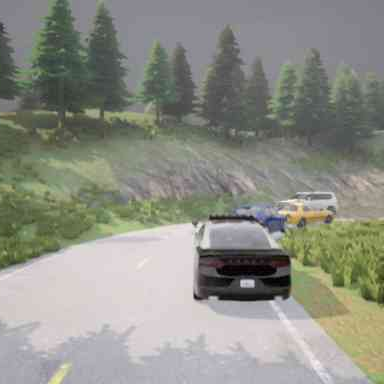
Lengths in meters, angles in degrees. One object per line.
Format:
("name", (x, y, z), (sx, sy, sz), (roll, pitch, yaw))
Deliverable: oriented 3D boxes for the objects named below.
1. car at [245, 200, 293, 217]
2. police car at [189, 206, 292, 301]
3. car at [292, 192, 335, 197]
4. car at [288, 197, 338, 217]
("car", (3.232, 1.362, 16.407), (1.882, 1.535, 5.008), (0, 0, 32))
("police car", (0.961, 1.366, 8.355), (1.930, 1.638, 5.238), (0, 0, 0))
("car", (9.341, 1.006, 27.073), (5.566, 2.045, 2.150), (1, -1, -25))
("car", (6.757, 1.311, 20.366), (5.366, 1.575, 1.801), (0, 1, -39))
